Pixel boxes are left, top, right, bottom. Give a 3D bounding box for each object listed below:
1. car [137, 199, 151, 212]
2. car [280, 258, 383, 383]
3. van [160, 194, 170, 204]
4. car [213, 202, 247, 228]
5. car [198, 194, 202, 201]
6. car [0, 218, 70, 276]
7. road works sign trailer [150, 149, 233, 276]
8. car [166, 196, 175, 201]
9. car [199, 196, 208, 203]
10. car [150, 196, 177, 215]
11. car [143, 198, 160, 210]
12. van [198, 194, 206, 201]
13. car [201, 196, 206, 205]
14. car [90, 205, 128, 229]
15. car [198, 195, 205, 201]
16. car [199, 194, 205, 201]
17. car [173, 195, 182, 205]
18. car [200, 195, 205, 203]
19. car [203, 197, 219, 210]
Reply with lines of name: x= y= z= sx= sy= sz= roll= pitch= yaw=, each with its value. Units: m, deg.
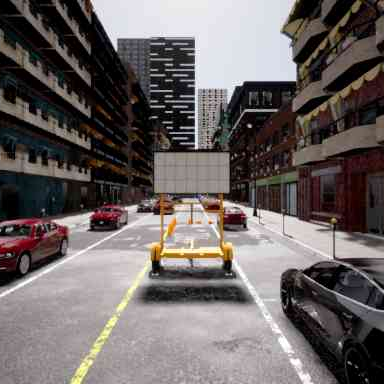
car: x=-5.325 y=1.576 z=38.822 sx=2.008 sy=1.369 sz=4.403 roll=1 pitch=0 yaw=0
car: x=2.570 y=1.567 z=4.699 sx=1.947 sy=1.339 sz=4.313 roll=1 pitch=0 yaw=0
van: x=-5.336 y=1.404 z=67.270 sx=1.690 sy=1.788 sz=3.998 roll=1 pitch=0 yaw=0
car: x=2.562 y=1.591 z=21.767 sx=1.802 sy=1.307 sz=4.206 roll=1 pitch=0 yaw=0
car: x=2.542 y=1.588 z=67.454 sx=1.752 sy=1.417 sz=4.829 roll=0 pitch=0 yaw=0
car: x=-5.312 y=1.548 z=10.373 sx=1.887 sy=1.381 sz=4.507 roll=1 pitch=0 yaw=0
road works sign trailer: x=-0.005 y=0.467 z=10.377 sx=2.380 sy=3.560 sz=2.880 roll=0 pitch=0 yaw=0
car: x=-5.346 y=1.643 z=84.340 sx=1.887 sy=1.381 sz=4.507 roll=0 pitch=0 yaw=0
car: x=2.539 y=1.656 z=72.973 sx=1.802 sy=1.307 sz=4.206 roll=0 pitch=0 yaw=0
car: x=-2.866 y=1.498 z=34.644 sx=1.882 sy=1.535 sz=5.008 roll=0 pitch=0 yaw=0
car: x=-5.328 y=1.556 z=44.342 sx=1.752 sy=1.417 sz=4.829 roll=1 pitch=0 yaw=0
van: x=2.536 y=1.440 z=84.353 sx=1.690 sy=1.788 sz=3.998 roll=0 pitch=0 yaw=0
car: x=2.553 y=1.576 z=44.527 sx=1.887 sy=1.381 sz=4.507 roll=1 pitch=0 yaw=0
car: x=-5.317 y=1.554 z=21.752 sx=1.887 sy=1.381 sz=4.507 roll=1 pitch=0 yaw=0
car: x=2.532 y=1.638 z=90.213 sx=1.752 sy=1.417 sz=4.829 roll=0 pitch=0 yaw=0
car: x=2.547 y=1.570 z=56.075 sx=1.752 sy=1.417 sz=4.829 roll=0 pitch=0 yaw=0
car: x=-2.778 y=1.579 z=61.972 sx=1.812 sy=1.442 sz=4.674 roll=0 pitch=0 yaw=0
car: x=2.550 y=1.582 z=50.216 sx=1.887 sy=1.381 sz=4.507 roll=1 pitch=0 yaw=0
car: x=2.555 y=1.607 z=38.836 sx=1.802 sy=1.307 sz=4.206 roll=1 pitch=0 yaw=0
